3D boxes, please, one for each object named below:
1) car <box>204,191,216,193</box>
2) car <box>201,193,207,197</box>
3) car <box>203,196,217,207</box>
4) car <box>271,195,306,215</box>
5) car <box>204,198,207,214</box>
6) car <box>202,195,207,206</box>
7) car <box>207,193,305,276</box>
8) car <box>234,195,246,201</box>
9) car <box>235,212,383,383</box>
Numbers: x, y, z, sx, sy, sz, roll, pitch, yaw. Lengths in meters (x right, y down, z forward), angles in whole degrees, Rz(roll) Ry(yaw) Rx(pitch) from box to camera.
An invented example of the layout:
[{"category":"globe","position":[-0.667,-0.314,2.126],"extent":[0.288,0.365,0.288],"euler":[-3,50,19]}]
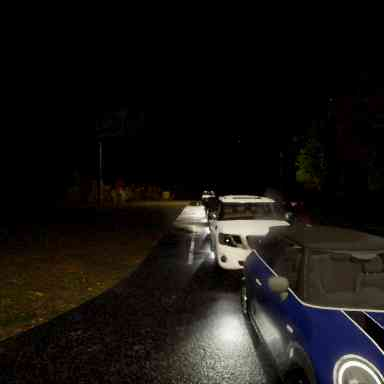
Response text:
[{"category":"car","position":[2.743,0.938,54.441],"extent":[2.150,2.045,5.566],"euler":[0,0,2]},{"category":"car","position":[2.393,1.275,41.599],"extent":[2.128,1.511,4.902],"euler":[0,0,1]},{"category":"car","position":[2.567,1.314,48.008],"extent":[1.994,1.385,4.181],"euler":[0,0,2]},{"category":"car","position":[9.167,1.183,31.956],"extent":[2.097,1.767,4.553],"euler":[0,0,1]},{"category":"car","position":[1.978,1.380,23.089],"extent":[1.837,1.490,4.892],"euler":[0,0,1]},{"category":"car","position":[2.113,1.322,29.344],"extent":[1.882,1.535,5.008],"euler":[0,0,1]},{"category":"car","position":[1.716,1.160,10.502],"extent":[2.150,2.045,5.566],"euler":[0,0,1]},{"category":"car","position":[9.986,1.236,69.647],"extent":[1.895,1.301,4.718],"euler":[0,0,1]},{"category":"car","position":[1.940,1.338,4.156],"extent":[2.097,1.767,4.553],"euler":[0,0,0]}]
